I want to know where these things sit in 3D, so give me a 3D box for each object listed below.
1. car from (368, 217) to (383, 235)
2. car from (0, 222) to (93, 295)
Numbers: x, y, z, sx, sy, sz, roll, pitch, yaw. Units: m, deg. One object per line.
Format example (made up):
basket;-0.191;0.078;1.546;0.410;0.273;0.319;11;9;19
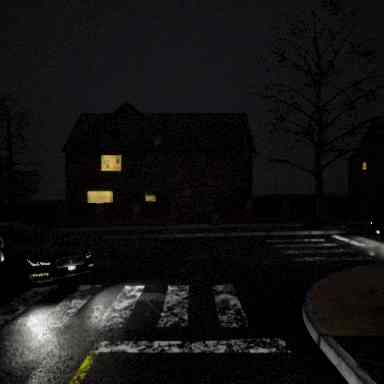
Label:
car;10.452;1.229;14.009;5.357;1.411;2.033;-1;1;-1
car;-4.688;1.574;8.861;4.892;1.490;1.837;-3;-3;35
